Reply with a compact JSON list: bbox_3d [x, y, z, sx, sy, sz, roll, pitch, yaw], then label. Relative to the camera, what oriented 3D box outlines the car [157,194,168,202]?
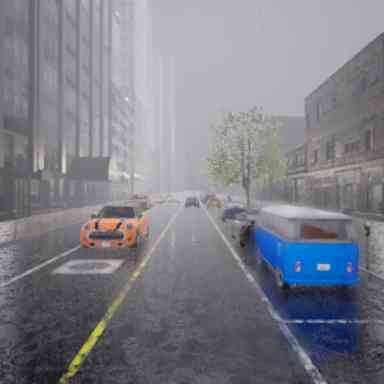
[{"bbox_3d":[-5.647,1.184,63.970,1.752,1.417,4.829,1,0,0],"label":"car"}]

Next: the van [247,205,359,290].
[{"bbox_3d":[2.708,1.300,8.676,1.690,1.788,3.998,1,0,0],"label":"van"}]

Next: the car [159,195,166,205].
[{"bbox_3d":[-5.652,1.249,52.877,1.752,1.417,4.829,1,0,0],"label":"car"}]

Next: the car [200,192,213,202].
[{"bbox_3d":[2.737,0.972,64.137,2.192,1.841,5.009,1,0,0],"label":"car"}]

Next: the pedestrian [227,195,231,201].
[{"bbox_3d":[3.014,1.157,27.553,0.375,1.860,0.375,1,-1,-4],"label":"pedestrian"}]

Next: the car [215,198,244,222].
[{"bbox_3d":[3.013,1.405,24.704,1.812,1.442,4.674,0,0,0],"label":"car"}]

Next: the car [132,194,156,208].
[{"bbox_3d":[-5.657,1.132,36.409,2.192,1.841,5.009,1,0,0],"label":"car"}]

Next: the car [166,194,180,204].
[{"bbox_3d":[-3.021,1.307,55.902,1.895,1.301,4.718,0,0,1],"label":"car"}]

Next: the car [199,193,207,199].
[{"bbox_3d":[2.744,1.083,86.321,1.947,1.339,4.313,1,0,0],"label":"car"}]

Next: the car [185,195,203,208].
[{"bbox_3d":[0.065,1.381,42.853,1.895,1.301,4.718,0,0,1],"label":"car"}]

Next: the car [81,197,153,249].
[{"bbox_3d":[-3.092,1.284,14.197,2.097,1.767,4.553,0,0,0],"label":"car"}]

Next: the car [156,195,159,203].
[{"bbox_3d":[-5.658,1.312,41.785,1.752,1.417,4.829,1,0,0],"label":"car"}]

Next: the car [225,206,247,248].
[{"bbox_3d":[2.708,1.497,14.223,1.947,1.339,4.313,1,0,0],"label":"car"}]

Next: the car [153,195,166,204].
[{"bbox_3d":[-5.650,1.256,58.595,1.947,1.339,4.313,1,0,0],"label":"car"}]

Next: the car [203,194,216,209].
[{"bbox_3d":[2.723,1.310,42.123,1.752,1.417,4.829,1,0,0],"label":"car"}]

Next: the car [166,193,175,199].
[{"bbox_3d":[-5.636,1.083,86.323,1.947,1.339,4.313,1,0,0],"label":"car"}]

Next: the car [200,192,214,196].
[{"bbox_3d":[2.731,1.037,53.044,2.192,1.841,5.009,1,0,0],"label":"car"}]
